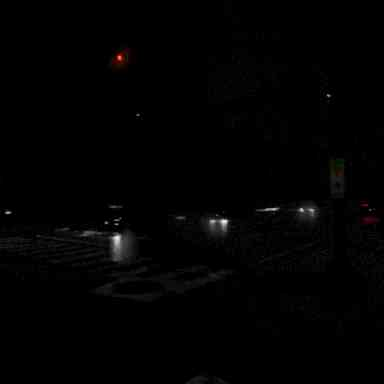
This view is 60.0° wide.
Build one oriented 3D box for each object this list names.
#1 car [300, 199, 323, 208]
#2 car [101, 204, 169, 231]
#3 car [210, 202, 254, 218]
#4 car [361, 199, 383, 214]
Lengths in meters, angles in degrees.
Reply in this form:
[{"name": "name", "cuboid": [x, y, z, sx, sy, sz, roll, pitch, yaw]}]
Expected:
[{"name": "car", "cuboid": [17.188, 1.638, 47.801, 1.895, 1.301, 4.718, -1, -1, 39]}, {"name": "car", "cuboid": [-3.599, 1.587, 21.682, 1.837, 1.490, 4.892, -1, -1, 38]}, {"name": "car", "cuboid": [3.845, 1.615, 31.085, 2.033, 1.411, 5.357, -1, 0, 39]}, {"name": "car", "cuboid": [18.470, 1.436, 33.536, 1.837, 1.490, 4.892, -1, 0, 38]}]
